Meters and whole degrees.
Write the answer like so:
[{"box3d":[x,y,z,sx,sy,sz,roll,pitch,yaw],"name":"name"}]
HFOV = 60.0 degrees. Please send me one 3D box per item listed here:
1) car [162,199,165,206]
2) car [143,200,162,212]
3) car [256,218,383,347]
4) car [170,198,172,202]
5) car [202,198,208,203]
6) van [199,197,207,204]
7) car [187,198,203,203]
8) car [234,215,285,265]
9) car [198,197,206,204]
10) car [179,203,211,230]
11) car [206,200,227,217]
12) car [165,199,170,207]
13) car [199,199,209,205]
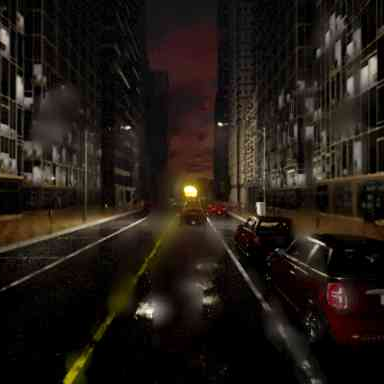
[{"box3d":[-5.699,2.045,51.984,1.802,1.307,4.206,0,0,0],"name":"car"},{"box3d":[-5.698,1.961,46.291,1.887,1.381,4.507,0,0,0],"name":"car"},{"box3d":[2.690,1.502,6.442,1.967,1.590,4.097,0,-1,0],"name":"car"},{"box3d":[-5.702,2.167,69.061,1.947,1.339,4.313,0,0,0],"name":"car"},{"box3d":[2.682,2.030,51.978,1.947,1.339,4.313,0,0,0],"name":"car"},{"box3d":[2.677,2.031,80.442,1.690,1.788,3.998,0,0,0],"name":"van"},{"box3d":[0.093,1.883,41.566,1.837,1.490,4.892,0,0,0],"name":"car"},{"box3d":[2.689,1.555,12.134,1.967,1.590,4.097,0,-1,0],"name":"car"},{"box3d":[2.676,2.172,86.132,1.967,1.590,4.097,0,0,0],"name":"car"},{"box3d":[0.093,1.741,23.043,1.812,1.442,4.674,0,0,0],"name":"car"},{"box3d":[2.685,1.866,34.902,1.887,1.381,4.507,0,0,0],"name":"car"},{"box3d":[-5.701,2.100,63.369,1.887,1.381,4.507,0,0,0],"name":"car"},{"box3d":[2.678,2.212,74.746,1.947,1.339,4.313,0,0,0],"name":"car"}]
